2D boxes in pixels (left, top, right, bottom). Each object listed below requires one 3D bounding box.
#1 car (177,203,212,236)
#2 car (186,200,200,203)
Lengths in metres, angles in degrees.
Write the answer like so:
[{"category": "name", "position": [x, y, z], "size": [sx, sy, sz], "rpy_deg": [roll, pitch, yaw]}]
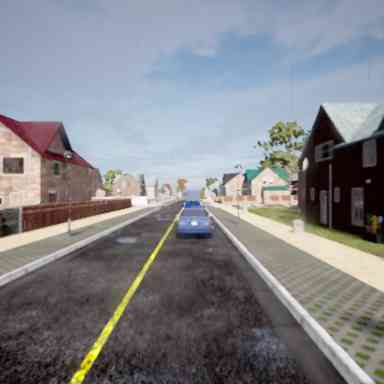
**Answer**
[{"category": "car", "position": [0.106, 1.578, 18.530], "size": [2.033, 1.411, 5.357], "rpy_deg": [0, 0, 0]}, {"category": "car", "position": [0.109, 1.595, 35.770], "size": [1.882, 1.535, 5.008], "rpy_deg": [0, 0, 0]}]
